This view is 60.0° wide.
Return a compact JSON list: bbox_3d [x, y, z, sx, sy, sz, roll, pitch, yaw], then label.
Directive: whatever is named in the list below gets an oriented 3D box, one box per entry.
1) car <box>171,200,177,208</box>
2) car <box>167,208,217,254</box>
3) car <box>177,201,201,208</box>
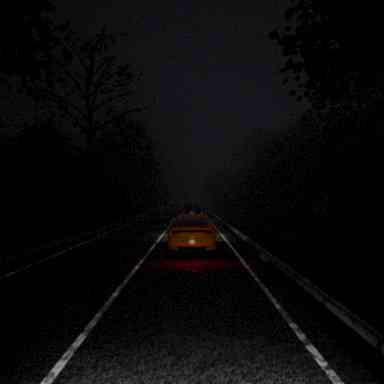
[{"bbox_3d":[-3.470,2.541,71.029,1.812,1.442,4.674,0,-1,0],"label":"car"},{"bbox_3d":[0.011,1.677,14.495,1.882,1.535,5.008,0,-1,0],"label":"car"},{"bbox_3d":[0.015,1.814,29.072,2.097,1.767,4.553,0,-1,0],"label":"car"}]
